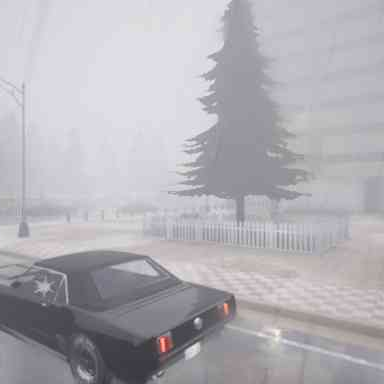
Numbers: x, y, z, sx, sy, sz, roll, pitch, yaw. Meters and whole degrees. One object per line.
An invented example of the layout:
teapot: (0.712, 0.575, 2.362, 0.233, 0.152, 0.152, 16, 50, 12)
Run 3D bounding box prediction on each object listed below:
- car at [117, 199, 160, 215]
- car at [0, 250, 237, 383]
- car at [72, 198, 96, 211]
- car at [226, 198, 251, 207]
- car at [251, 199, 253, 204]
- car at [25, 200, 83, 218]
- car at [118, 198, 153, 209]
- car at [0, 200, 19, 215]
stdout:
car: (-5.640, 1.710, 35.809, 1.895, 1.301, 4.718, 0, 0, 36)
car: (-1.787, 1.620, 5.279, 4.718, 1.301, 1.895, 0, 0, 36)
car: (-14.412, 1.507, 41.936, 2.097, 1.767, 4.553, 0, 0, 36)
car: (7.280, 1.614, 53.765, 1.837, 1.490, 4.892, 0, 0, 36)
car: (9.743, 1.477, 63.185, 2.097, 1.767, 4.553, 0, 0, 36)
car: (-13.153, 1.725, 31.364, 1.895, 1.301, 4.718, 0, 0, 36)
car: (-8.408, 1.702, 50.269, 2.033, 1.411, 5.357, 0, 0, 36)
car: (-20.300, 1.632, 33.755, 1.882, 1.535, 5.008, 0, 0, 36)
